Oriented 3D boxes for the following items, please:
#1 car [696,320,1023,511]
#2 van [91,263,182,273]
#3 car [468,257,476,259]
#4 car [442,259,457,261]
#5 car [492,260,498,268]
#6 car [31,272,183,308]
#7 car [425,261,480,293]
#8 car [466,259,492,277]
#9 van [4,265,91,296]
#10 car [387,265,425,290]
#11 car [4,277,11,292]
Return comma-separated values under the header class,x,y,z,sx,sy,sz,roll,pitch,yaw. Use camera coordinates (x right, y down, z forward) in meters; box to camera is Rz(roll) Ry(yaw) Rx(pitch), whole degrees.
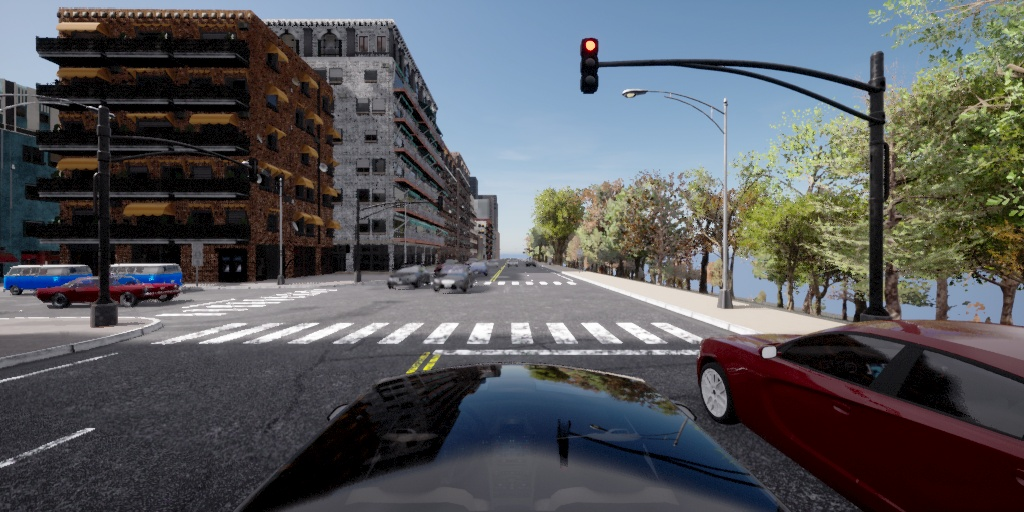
class,x,y,z,sx,sy,sz,roll,pitch,yaw
car,3.350,1.228,2.718,1.882,1.535,5.008,0,0,0
van,-22.701,1.351,22.024,3.998,1.789,1.690,0,0,-1
car,-6.530,1.118,57.805,2.097,1.767,4.553,0,0,0
car,-6.566,1.108,37.336,2.097,1.767,4.553,0,0,0
car,-3.272,1.368,59.639,1.895,1.301,4.718,0,0,0
car,-18.085,1.573,16.288,4.718,1.301,1.895,-1,0,-1
car,-3.336,1.273,21.134,2.128,1.511,4.902,0,0,0
car,-3.319,1.279,35.933,1.812,1.442,4.674,0,0,0
van,-28.302,1.425,21.953,3.998,1.789,1.690,0,0,-1
car,-6.582,1.310,23.376,1.812,1.442,4.674,0,0,0
car,-22.621,1.624,13.678,4.207,1.307,1.802,0,0,-1
